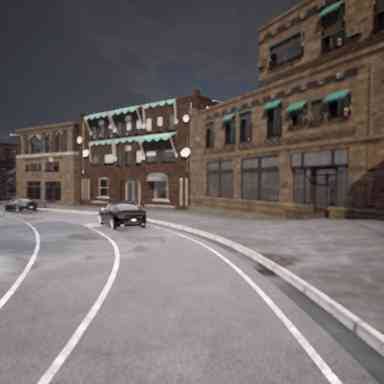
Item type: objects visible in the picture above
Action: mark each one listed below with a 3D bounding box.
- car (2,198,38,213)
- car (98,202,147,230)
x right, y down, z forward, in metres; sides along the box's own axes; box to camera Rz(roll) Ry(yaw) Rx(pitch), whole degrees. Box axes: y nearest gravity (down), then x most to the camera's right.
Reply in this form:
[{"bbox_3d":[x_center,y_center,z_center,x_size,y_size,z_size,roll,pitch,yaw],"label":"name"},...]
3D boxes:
[{"bbox_3d":[-17.268,1.283,33.438,4.674,1.442,1.812,1,1,38],"label":"car"},{"bbox_3d":[-4.371,1.366,20.368,1.882,1.535,5.008,0,1,-28],"label":"car"}]
